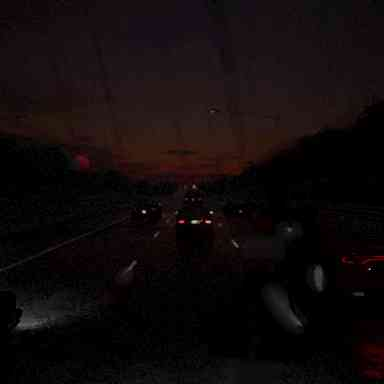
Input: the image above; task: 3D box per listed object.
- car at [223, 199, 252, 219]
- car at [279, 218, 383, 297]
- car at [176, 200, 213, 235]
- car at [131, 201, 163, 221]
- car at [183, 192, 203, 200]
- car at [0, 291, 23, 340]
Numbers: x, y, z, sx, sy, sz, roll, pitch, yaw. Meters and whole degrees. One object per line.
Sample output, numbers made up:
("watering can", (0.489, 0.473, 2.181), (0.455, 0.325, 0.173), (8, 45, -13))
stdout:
("car", (3.624, 1.280, 27.137), (1.882, 1.535, 5.008), (0, 0, 0))
("car", (3.608, 1.389, 8.391), (1.882, 1.535, 5.008), (0, 1, 0))
("car", (0.118, 1.390, 17.556), (2.033, 1.411, 5.357), (0, 0, 0))
("car", (-3.378, 1.372, 25.435), (1.994, 1.385, 4.181), (0, 0, 0))
("car", (0.135, 1.017, 40.549), (2.150, 2.045, 5.566), (0, -1, 0))
("car", (-3.397, 1.520, 2.377), (2.033, 1.411, 5.357), (0, 1, 0))
